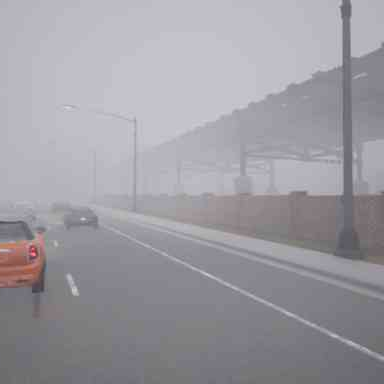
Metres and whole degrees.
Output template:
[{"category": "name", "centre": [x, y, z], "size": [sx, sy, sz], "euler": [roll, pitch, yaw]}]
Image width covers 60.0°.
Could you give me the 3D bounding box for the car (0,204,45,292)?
[{"category": "car", "centre": [-4.992, 1.352, 8.639], "size": [2.097, 1.767, 4.553], "euler": [1, 0, -25]}]

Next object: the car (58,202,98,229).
[{"category": "car", "centre": [-7.486, 1.614, 22.068], "size": [1.994, 1.385, 4.181], "euler": [1, 0, -25]}]

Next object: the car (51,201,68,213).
[{"category": "car", "centre": [-14.669, 1.659, 37.223], "size": [1.895, 1.301, 4.718], "euler": [1, 0, -25]}]

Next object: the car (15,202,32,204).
[{"category": "car", "centre": [-13.992, 1.537, 27.623], "size": [1.812, 1.442, 4.674], "euler": [1, 0, -25]}]
